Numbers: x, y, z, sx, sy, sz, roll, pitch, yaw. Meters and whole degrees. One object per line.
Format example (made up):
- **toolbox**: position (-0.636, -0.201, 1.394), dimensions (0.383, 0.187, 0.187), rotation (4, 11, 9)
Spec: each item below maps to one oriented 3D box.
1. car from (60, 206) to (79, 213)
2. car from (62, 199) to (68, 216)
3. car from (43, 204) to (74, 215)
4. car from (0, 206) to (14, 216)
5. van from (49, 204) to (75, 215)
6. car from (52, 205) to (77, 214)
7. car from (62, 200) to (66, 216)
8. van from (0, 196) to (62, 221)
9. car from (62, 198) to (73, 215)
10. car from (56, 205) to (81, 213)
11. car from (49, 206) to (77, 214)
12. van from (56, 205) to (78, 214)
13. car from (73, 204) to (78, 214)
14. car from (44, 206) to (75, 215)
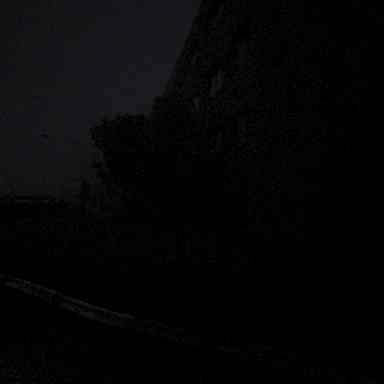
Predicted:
- **car**: position (-31.871, 4.599, 86.673), dimensions (4.553, 1.767, 2.185), rotation (0, -3, -17)
- **car**: position (-14.420, 1.716, 30.798), dimensions (5.008, 1.535, 2.097), rotation (0, -3, -18)
- **car**: position (-21.933, 2.876, 54.704), dimensions (4.553, 1.767, 2.185), rotation (0, -3, -17)
- **car**: position (-28.417, 2.824, 49.823), dimensions (2.128, 1.511, 4.902), rotation (0, -3, -17)
- **van**: position (-24.514, 3.206, 62.670), dimensions (4.442, 1.987, 1.878), rotation (0, -3, -17)
- **car**: position (-26.039, 3.594, 68.035), dimensions (4.553, 1.767, 2.185), rotation (0, -3, -17)
- **car**: position (-13.546, 1.621, 28.106), dimensions (4.792, 1.488, 2.163), rotation (0, -3, -17)
- **van**: position (-12.633, 1.266, 25.484), dimensions (4.442, 1.987, 1.878), rotation (0, -2, -17)
- **car**: position (-15.264, 1.602, 33.409), dimensions (5.566, 2.045, 2.435), rotation (0, -3, -17)
- **car**: position (-30.209, 4.187, 81.354), dimensions (5.566, 2.045, 2.435), rotation (0, -3, -17)
- **car**: position (-25.276, 3.582, 65.474), dimensions (5.008, 1.535, 2.097), rotation (0, -3, -17)
- **van**: position (-27.624, 3.782, 73.390), dimensions (4.442, 1.987, 1.878), rotation (0, -3, -17)
- **car**: position (-18.391, 2.426, 44.111), dimensions (5.366, 1.575, 1.946), rotation (0, -3, -17)
- **car**: position (-22.740, 3.146, 57.366), dimensions (4.892, 1.521, 2.231), rotation (0, -3, -17)
